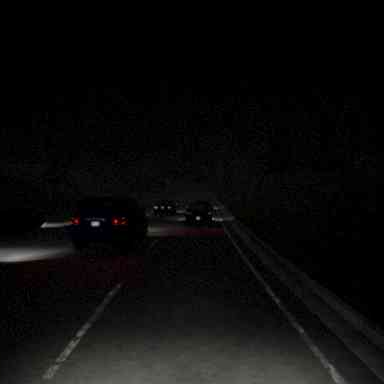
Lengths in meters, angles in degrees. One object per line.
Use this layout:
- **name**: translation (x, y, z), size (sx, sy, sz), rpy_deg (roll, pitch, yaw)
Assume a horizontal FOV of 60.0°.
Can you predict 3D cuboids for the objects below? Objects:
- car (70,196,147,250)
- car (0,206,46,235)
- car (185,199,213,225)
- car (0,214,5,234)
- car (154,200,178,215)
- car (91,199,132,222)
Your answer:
- **car**: translation (-3.311, 1.187, 14.189), size (2.150, 2.045, 5.566), rpy_deg (0, 0, 1)
- **car**: translation (-10.196, 1.504, 18.465), size (2.033, 1.411, 5.357), rpy_deg (0, 0, 2)
- **car**: translation (0.499, 1.470, 23.361), size (1.812, 1.442, 4.674), rpy_deg (0, 0, 2)
- **car**: translation (-6.881, 1.506, 8.120), size (1.812, 1.442, 4.674), rpy_deg (0, 0, 0)
- **car**: translation (-2.557, 1.470, 32.934), size (2.033, 1.411, 5.357), rpy_deg (0, 0, 3)
- **car**: translation (-6.358, 1.414, 26.773), size (1.882, 1.535, 5.008), rpy_deg (0, 0, 3)
